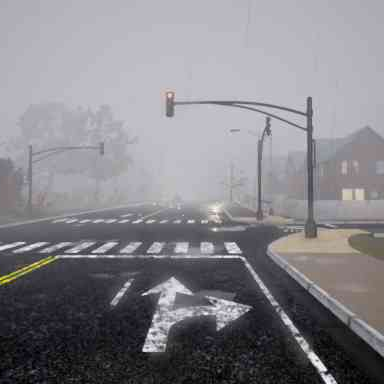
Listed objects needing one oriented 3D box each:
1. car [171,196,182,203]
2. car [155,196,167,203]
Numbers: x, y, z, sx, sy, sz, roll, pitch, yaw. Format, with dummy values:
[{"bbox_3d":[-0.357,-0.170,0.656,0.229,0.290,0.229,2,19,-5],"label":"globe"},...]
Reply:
[{"bbox_3d":[-3.139,1.535,67.814,1.812,1.442,4.674,0,0,5],"label":"car"},{"bbox_3d":[-6.374,1.497,68.130,1.882,1.535,5.008,0,0,5],"label":"car"}]
